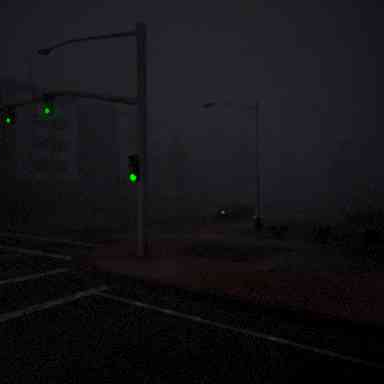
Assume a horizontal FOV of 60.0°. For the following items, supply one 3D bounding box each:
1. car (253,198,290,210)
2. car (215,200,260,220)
[{"bbox_3d":[11.304,1.639,45.656,4.902,1.511,2.128,0,-1,-30],"label":"car"},{"bbox_3d":[3.875,1.680,29.467,1.994,1.385,4.181,-1,0,39],"label":"car"}]
